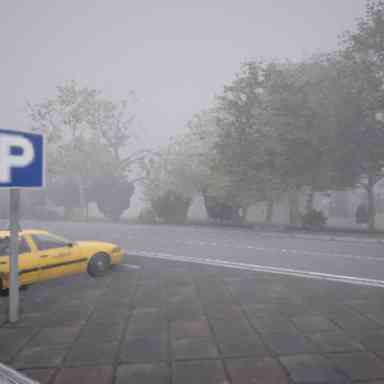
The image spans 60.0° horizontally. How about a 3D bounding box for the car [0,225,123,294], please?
[{"bbox_3d":[-4.159,1.594,8.350,1.946,1.575,5.366,-2,-1,36],"label":"car"}]
